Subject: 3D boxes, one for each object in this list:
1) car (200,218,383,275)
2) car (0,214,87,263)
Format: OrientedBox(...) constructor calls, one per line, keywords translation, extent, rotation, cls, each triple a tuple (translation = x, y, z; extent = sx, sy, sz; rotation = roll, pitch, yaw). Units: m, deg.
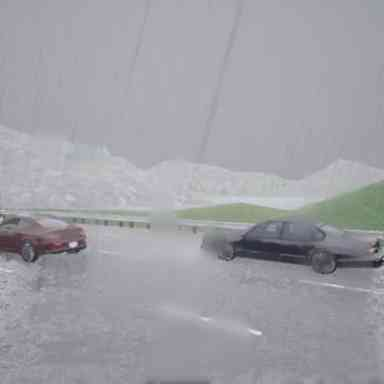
OrientedBox(translation=(2.911, 1.523, 10.382), extent=(5.357, 1.411, 2.033), rotation=(0, 0, 34), cls="car")
OrientedBox(translation=(-5.721, 1.492, 11.762), extent=(4.674, 1.442, 1.812), rotation=(0, 0, 32), cls="car")
